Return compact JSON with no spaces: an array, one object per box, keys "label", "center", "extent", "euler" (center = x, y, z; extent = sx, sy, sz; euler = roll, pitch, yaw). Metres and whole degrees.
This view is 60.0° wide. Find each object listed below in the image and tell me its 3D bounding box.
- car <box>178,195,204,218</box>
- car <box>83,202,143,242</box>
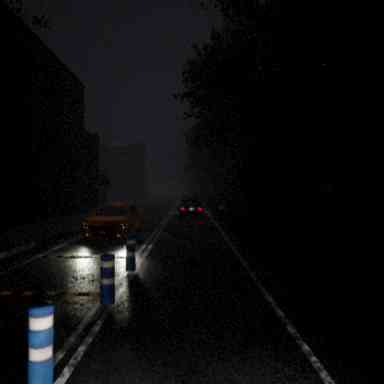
[{"label":"car","center":[-0.072,1.188,25.484],"extent":[2.033,1.411,5.357],"euler":[1,1,0]},{"label":"car","center":[-3.438,1.243,15.196],"extent":[1.882,1.535,5.008],"euler":[1,1,0]}]
